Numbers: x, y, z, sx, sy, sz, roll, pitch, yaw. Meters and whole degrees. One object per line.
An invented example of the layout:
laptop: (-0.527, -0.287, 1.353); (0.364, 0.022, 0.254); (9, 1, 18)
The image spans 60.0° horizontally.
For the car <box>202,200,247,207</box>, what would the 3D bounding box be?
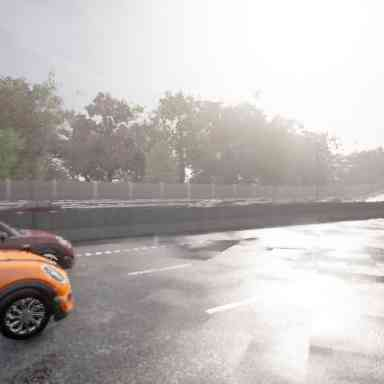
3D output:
car: (3.483, 1.614, 27.973); (4.718, 1.301, 1.895); (0, 0, -35)

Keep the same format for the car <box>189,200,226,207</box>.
car: (2.502, 1.520, 31.570); (4.892, 1.490, 1.837); (0, 0, -35)

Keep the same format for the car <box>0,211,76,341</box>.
car: (-4.243, 1.352, 5.021); (4.553, 1.767, 2.097); (0, 0, -36)

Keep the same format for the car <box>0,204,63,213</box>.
car: (-5.421, 1.352, 8.480); (4.553, 1.767, 2.097); (0, 0, -36)

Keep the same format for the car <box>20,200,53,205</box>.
car: (-13.734, 1.478, 28.590); (5.008, 1.535, 1.882); (0, 0, -35)

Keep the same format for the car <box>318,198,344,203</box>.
car: (22.847, 1.671, 54.571); (5.357, 1.411, 2.033); (0, 0, -36)
